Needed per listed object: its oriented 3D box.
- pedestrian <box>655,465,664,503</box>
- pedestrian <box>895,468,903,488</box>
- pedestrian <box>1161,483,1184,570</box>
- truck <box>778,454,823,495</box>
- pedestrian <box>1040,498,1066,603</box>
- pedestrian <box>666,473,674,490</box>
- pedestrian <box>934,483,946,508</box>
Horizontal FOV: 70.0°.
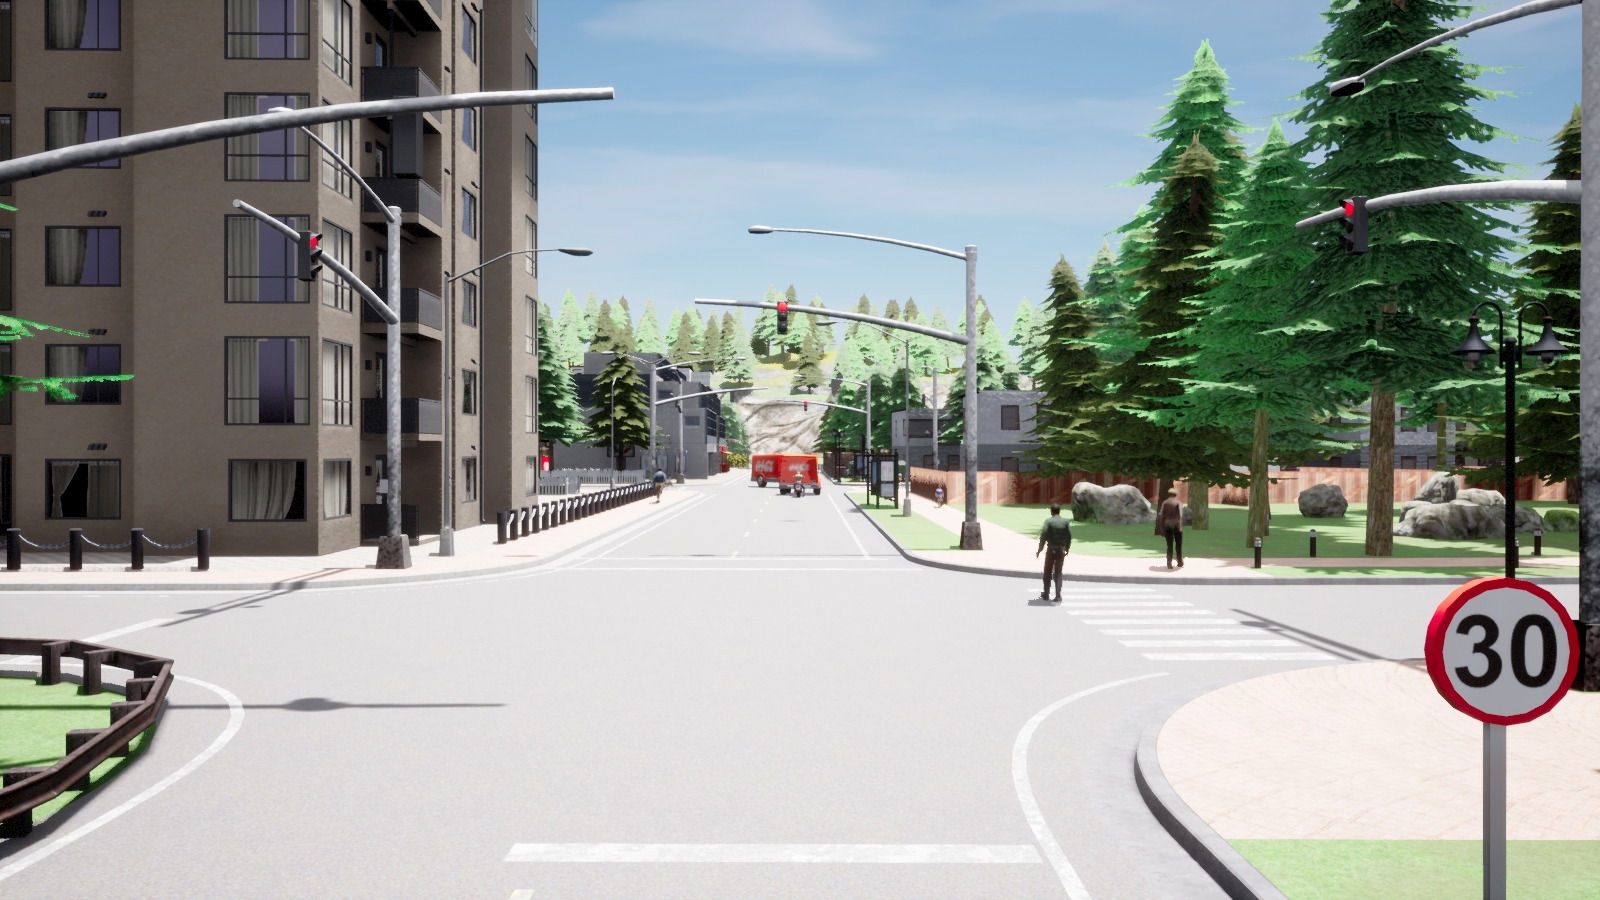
[{"bbox_3d":[-6.883,1.643,55.851,0.375,1.860,0.375,0,0,1],"label":"pedestrian"},{"bbox_3d":[6.645,1.893,76.564,0.375,1.300,0.375,0,0,-39],"label":"pedestrian"},{"bbox_3d":[8.105,1.648,24.838,0.375,1.860,0.375,0,0,36],"label":"pedestrian"},{"bbox_3d":[0.071,1.506,71.518,2.627,2.467,5.204,0,0,3],"label":"truck"},{"bbox_3d":[4.574,1.810,20.688,0.375,1.860,0.375,0,0,-4],"label":"pedestrian"},{"bbox_3d":[-8.503,2.025,74.518,0.500,1.100,0.500,0,0,-8],"label":"pedestrian"},{"bbox_3d":[6.222,2.028,50.785,0.500,1.100,0.500,0,0,-1],"label":"pedestrian"}]
